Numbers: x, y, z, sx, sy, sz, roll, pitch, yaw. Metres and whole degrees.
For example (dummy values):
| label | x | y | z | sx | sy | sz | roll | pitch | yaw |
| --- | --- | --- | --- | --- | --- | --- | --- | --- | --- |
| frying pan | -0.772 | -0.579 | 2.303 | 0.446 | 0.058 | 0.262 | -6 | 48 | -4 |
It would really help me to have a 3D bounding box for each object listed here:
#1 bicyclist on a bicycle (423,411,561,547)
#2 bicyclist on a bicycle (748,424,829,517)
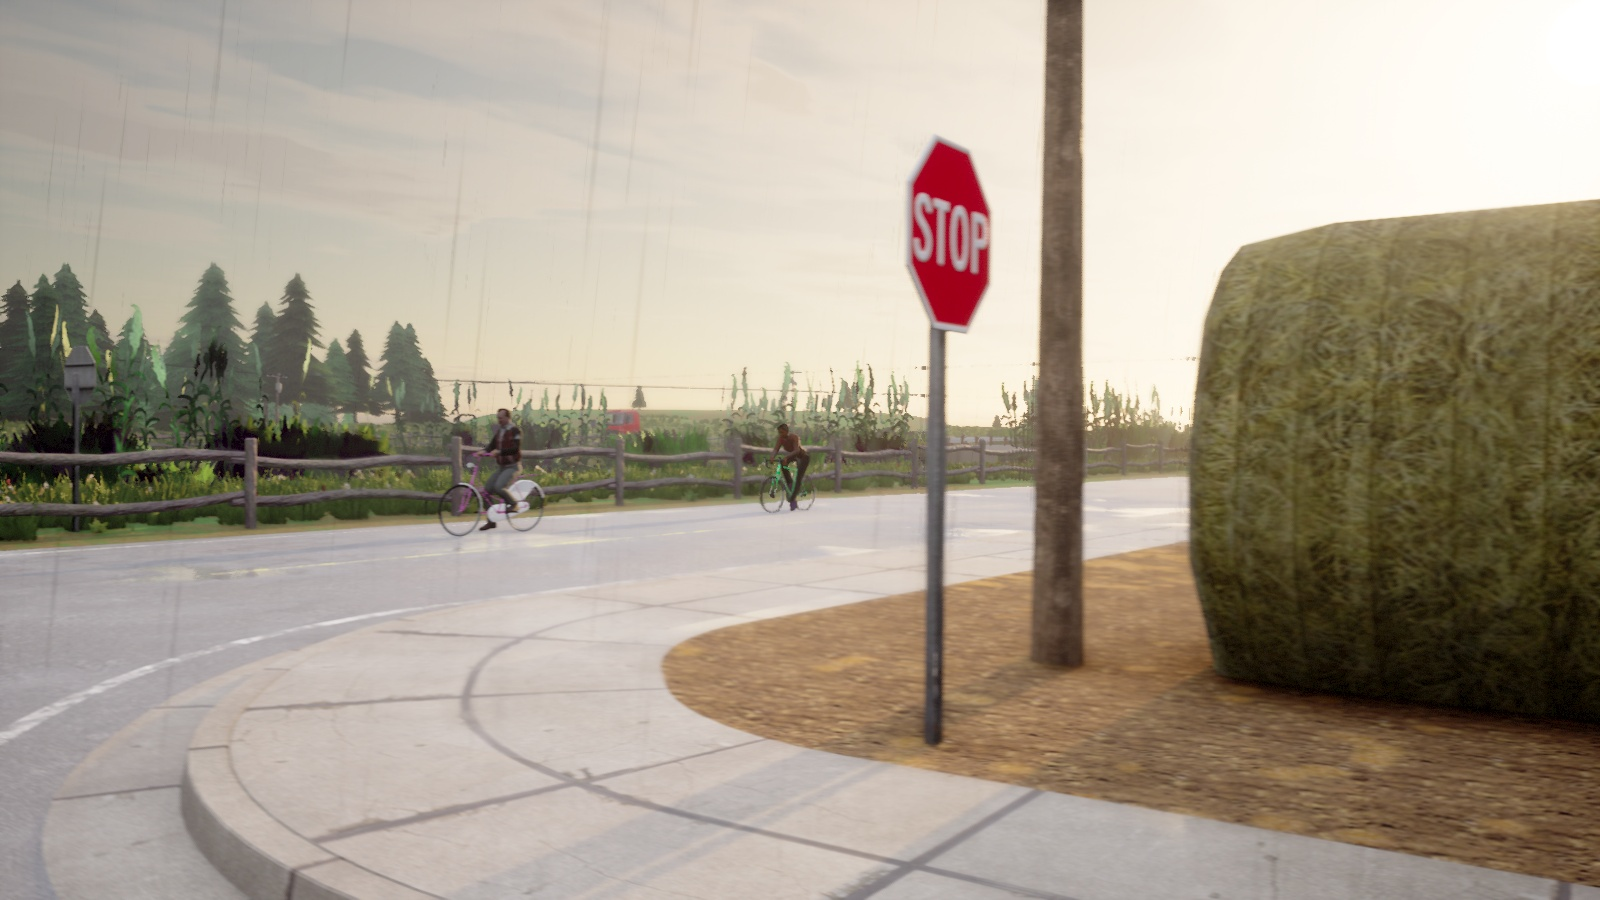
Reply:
| label | x | y | z | sx | sy | sz | roll | pitch | yaw |
| --- | --- | --- | --- | --- | --- | --- | --- | --- | --- |
| bicyclist on a bicycle | -4.223 | 0.373 | 17.359 | 0.659 | 1.776 | 1.843 | 0 | 1 | 36 |
| bicyclist on a bicycle | -0.197 | 0.344 | 22.821 | 0.582 | 1.620 | 1.656 | 0 | 1 | 36 |
